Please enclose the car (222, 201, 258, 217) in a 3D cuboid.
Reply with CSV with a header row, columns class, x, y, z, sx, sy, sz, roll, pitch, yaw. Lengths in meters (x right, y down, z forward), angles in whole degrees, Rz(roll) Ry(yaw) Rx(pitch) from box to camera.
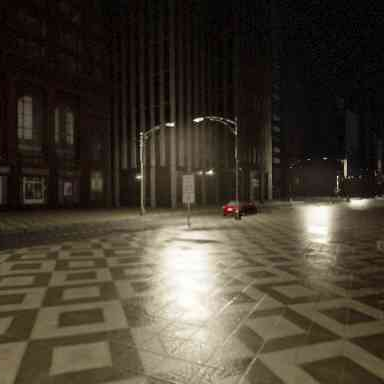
class,x,y,z,sx,sy,sz,roll,pitch,yaw
car,4.454,1.469,30.367,1.994,1.385,4.181,-1,0,36
